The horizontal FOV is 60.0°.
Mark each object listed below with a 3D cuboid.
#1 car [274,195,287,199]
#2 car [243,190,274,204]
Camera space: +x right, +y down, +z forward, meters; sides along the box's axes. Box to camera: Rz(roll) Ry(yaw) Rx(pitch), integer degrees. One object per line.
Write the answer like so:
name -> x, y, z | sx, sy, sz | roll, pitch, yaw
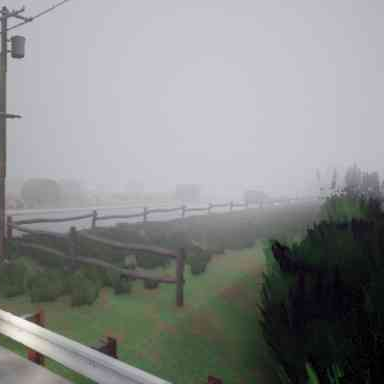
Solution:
car -> 14.615, 1.143, 55.027 | 1.994, 1.385, 4.181 | 3, 2, 32
car -> 9.013, 0.833, 46.033 | 2.150, 2.045, 5.566 | 3, 2, 33
